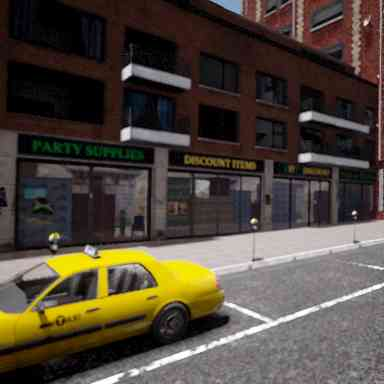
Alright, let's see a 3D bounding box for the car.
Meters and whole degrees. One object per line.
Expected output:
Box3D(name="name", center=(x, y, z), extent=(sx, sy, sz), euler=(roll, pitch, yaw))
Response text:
Box3D(name="car", center=(-1.719, 1.517, 4.847), extent=(4.829, 1.417, 1.752), euler=(0, 2, -35))
